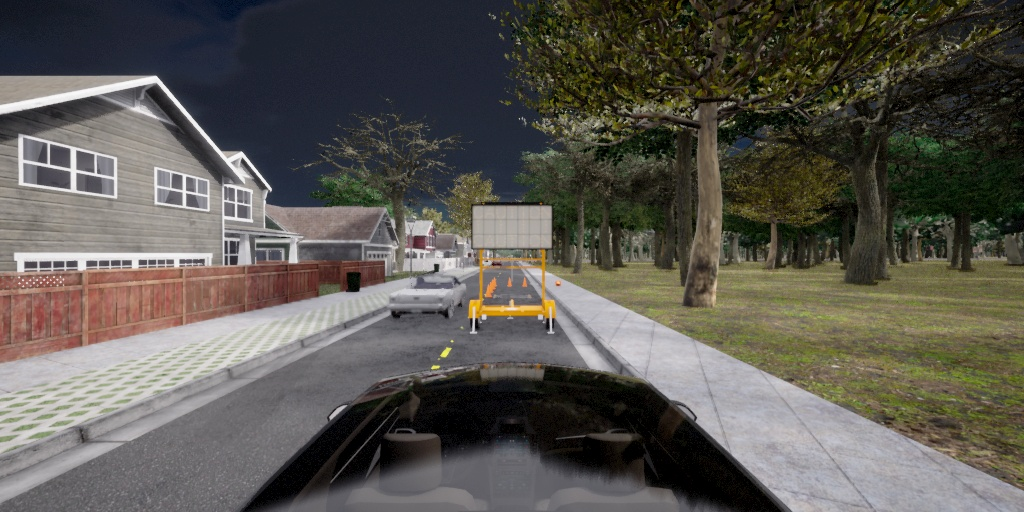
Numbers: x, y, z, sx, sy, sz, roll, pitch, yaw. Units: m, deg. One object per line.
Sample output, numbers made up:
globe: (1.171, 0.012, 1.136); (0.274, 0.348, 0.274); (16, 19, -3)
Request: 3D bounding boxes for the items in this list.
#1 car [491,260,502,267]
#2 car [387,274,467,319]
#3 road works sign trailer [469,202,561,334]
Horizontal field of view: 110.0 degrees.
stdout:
car: (-2.716, 1.378, 62.933); (1.895, 1.301, 4.718); (0, 0, 0)
car: (-2.841, 1.350, 12.887); (1.895, 1.301, 4.718); (0, 0, 0)
road works sign trailer: (0.008, 0.214, 10.633); (2.380, 3.560, 2.880); (0, 0, 0)
